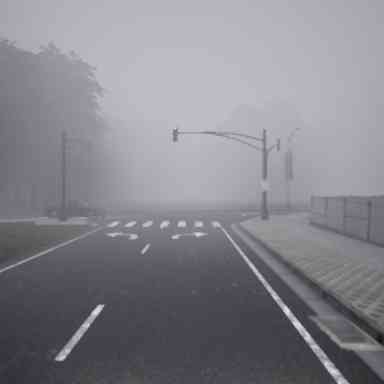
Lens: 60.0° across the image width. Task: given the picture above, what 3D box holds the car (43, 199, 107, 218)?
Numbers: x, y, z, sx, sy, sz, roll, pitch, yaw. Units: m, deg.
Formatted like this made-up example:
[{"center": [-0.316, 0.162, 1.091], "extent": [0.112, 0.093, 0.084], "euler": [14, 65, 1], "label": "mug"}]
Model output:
[{"center": [-9.410, 1.383, 26.921], "extent": [4.892, 1.490, 1.837], "euler": [1, 0, 0], "label": "car"}]
